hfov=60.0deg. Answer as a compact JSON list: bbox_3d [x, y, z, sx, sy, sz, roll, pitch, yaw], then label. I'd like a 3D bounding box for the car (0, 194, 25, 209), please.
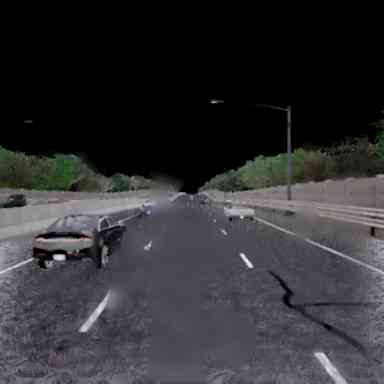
[{"bbox_3d":[-17.597,1.160,31.235,2.150,2.045,5.566,0,-1,0],"label":"car"}]

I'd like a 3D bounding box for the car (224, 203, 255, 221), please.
[{"bbox_3d":[3.598,1.524,26.185,1.895,1.301,4.718,0,0,0],"label":"car"}]

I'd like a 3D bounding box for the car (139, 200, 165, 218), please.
[{"bbox_3d":[-3.402,1.455,28.804,1.812,1.442,4.674,0,0,0],"label":"car"}]

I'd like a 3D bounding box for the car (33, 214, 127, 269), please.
[{"bbox_3d":[-3.401,1.453,10.947,2.128,1.511,4.902,0,0,0],"label":"car"}]

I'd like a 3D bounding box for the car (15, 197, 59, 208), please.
[{"bbox_3d":[-14.098,1.429,31.283,2.128,1.511,4.902,0,0,0],"label":"car"}]

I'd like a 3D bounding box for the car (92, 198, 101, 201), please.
[{"bbox_3d":[-21.009,2.078,74.182,1.882,1.535,5.008,0,-1,0],"label":"car"}]

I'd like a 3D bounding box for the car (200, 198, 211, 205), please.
[{"bbox_3d":[3.491,2.196,77.873,2.033,1.649,4.856,0,-1,0],"label":"car"}]

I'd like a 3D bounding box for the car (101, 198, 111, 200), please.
[{"bbox_3d":[-17.508,2.131,71.541,1.994,1.385,4.181,0,-1,0],"label":"car"}]
